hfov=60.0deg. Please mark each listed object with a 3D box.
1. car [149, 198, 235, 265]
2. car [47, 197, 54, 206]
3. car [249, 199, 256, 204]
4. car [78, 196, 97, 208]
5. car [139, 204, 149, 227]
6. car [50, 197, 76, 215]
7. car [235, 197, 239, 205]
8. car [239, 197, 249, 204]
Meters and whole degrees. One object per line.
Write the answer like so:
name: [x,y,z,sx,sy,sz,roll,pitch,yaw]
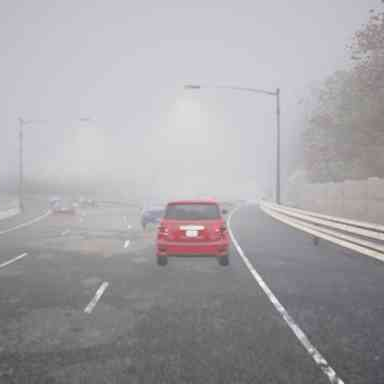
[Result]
car: [0.097,1.204,11.743,2.150,2.045,5.566,0,0,2]
car: [-21.982,1.512,53.440,1.812,1.442,4.674,0,0,-30]
car: [15.631,2.637,86.991,1.812,1.442,4.674,0,-4,17]
car: [-15.163,1.326,48.160,2.097,1.767,4.553,0,0,-26]
car: [-2.578,1.499,22.762,1.812,1.442,4.674,0,0,-12]
car: [-12.790,1.552,33.465,1.994,1.385,4.181,0,0,-18]
car: [5.150,1.513,47.894,1.895,1.301,4.718,0,0,14]
car: [9.393,1.651,64.201,1.895,1.301,4.718,0,-1,15]
